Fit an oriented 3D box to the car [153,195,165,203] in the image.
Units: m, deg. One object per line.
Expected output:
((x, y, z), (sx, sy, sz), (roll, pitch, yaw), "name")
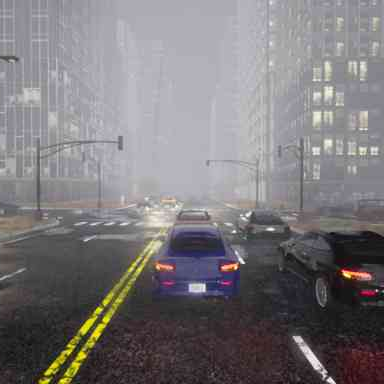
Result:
((-6.630, 1.448, 66.911), (1.837, 1.490, 4.892), (0, 0, 0), "car")

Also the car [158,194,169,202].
((-6.622, 1.285, 76.836), (2.097, 1.767, 4.553), (0, 0, 0), "car")

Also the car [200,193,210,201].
((3.126, 1.144, 78.702), (2.150, 2.045, 5.566), (0, 0, 0), "car")

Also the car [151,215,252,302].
((0.088, 1.522, 8.155), (1.812, 1.442, 4.674), (0, 0, 0), "car")

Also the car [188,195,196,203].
((-0.009, 1.487, 69.627), (2.033, 1.411, 5.357), (0, 0, 0), "car")

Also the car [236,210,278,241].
((3.329, 1.555, 16.159), (1.994, 1.385, 4.181), (0, 0, -1), "car")

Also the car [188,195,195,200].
((-0.141, 1.505, 89.114), (1.895, 1.301, 4.718), (0, 0, 0), "car")

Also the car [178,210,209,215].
((0.075, 1.591, 17.321), (1.895, 1.301, 4.718), (0, 0, 0), "car")

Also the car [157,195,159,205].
((-6.672, 1.460, 57.557), (1.837, 1.490, 4.892), (0, 0, 0), "car")

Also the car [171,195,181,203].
((-3.360, 1.418, 69.124), (1.882, 1.535, 5.008), (0, 0, 0), "car")

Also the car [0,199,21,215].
((-18.509, 1.358, 30.991), (4.892, 1.490, 1.837), (1, 1, 2), "car")

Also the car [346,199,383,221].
((16.158, 1.520, 27.904), (5.009, 1.841, 2.192), (1, 0, 1), "car")

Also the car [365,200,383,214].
((21.754, 1.643, 36.199), (4.829, 1.417, 1.752), (1, 0, 1), "car")

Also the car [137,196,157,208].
((-6.673, 1.513, 47.819), (2.033, 1.411, 5.357), (0, 0, 0), "car")

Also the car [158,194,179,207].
((-3.421, 1.442, 49.218), (1.882, 1.535, 5.008), (0, 0, 0), "car")

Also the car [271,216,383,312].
((3.340, 1.522, 7.590), (1.812, 1.442, 4.674), (0, 0, 0), "car")

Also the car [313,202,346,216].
((14.848, 1.700, 33.692), (4.718, 1.301, 1.895), (1, 1, 0), "car")

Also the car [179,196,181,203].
((-3.420, 1.555, 58.596), (1.895, 1.301, 4.718), (0, 0, 0), "car")
